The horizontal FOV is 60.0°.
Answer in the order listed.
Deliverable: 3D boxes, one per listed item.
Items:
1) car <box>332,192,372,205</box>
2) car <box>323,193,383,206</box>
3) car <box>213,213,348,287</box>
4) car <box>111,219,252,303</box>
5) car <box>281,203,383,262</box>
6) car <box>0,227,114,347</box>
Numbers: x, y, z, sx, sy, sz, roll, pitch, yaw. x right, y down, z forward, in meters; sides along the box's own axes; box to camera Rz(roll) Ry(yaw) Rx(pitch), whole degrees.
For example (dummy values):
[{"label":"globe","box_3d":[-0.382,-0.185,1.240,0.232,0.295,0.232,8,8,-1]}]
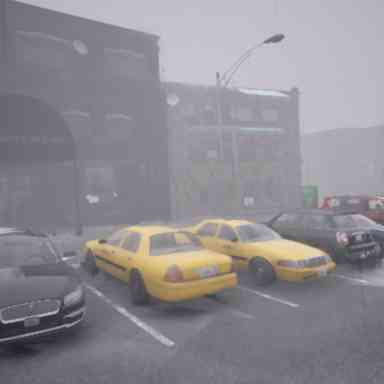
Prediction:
[{"label":"car","box_3d":[19.776,0.842,41.276,1.994,1.385,4.181,-4,0,-22]},{"label":"car","box_3d":[8.435,1.203,14.981,2.435,2.045,5.566,-1,0,-35]},{"label":"car","box_3d":[1.430,1.499,9.794,1.946,1.575,5.366,0,0,-36]},{"label":"car","box_3d":[-1.178,1.490,8.389,1.946,1.575,5.366,0,0,-35]},{"label":"car","box_3d":[3.736,1.381,11.628,2.185,1.767,4.553,0,0,-36]},{"label":"car","box_3d":[-3.568,1.484,6.465,2.231,1.521,4.892,0,0,-35]}]
